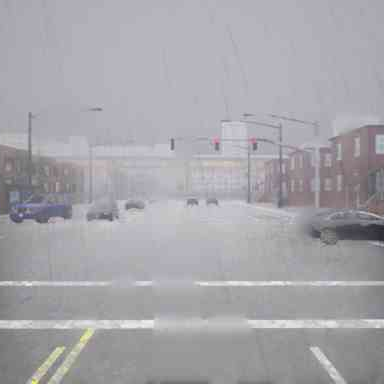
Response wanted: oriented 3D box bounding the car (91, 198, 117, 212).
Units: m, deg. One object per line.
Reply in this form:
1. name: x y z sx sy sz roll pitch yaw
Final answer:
1. car: -10.610 1.477 40.501 1.882 1.535 5.008 0 0 0

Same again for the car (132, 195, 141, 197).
1. car: -10.529 1.350 62.723 2.097 1.767 4.553 0 0 0

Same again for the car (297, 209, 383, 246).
1. car: 7.134 1.492 14.417 4.902 1.511 2.128 0 0 7

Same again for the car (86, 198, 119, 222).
1. car: -6.945 1.505 26.180 1.837 1.490 4.892 0 0 -3

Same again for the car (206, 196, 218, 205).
1. car: 3.481 1.505 58.461 1.837 1.490 4.892 0 0 0

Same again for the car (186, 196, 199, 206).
1. car: 0.085 1.478 56.346 1.882 1.535 5.008 0 0 0

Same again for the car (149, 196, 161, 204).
1. car: -7.026 1.527 63.120 1.812 1.442 4.674 0 0 0

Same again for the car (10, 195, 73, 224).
1. car: -11.122 1.222 25.114 2.150 2.045 5.566 0 0 8

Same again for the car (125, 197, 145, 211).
1. car: -7.111 1.600 41.689 1.895 1.301 4.718 0 0 0
